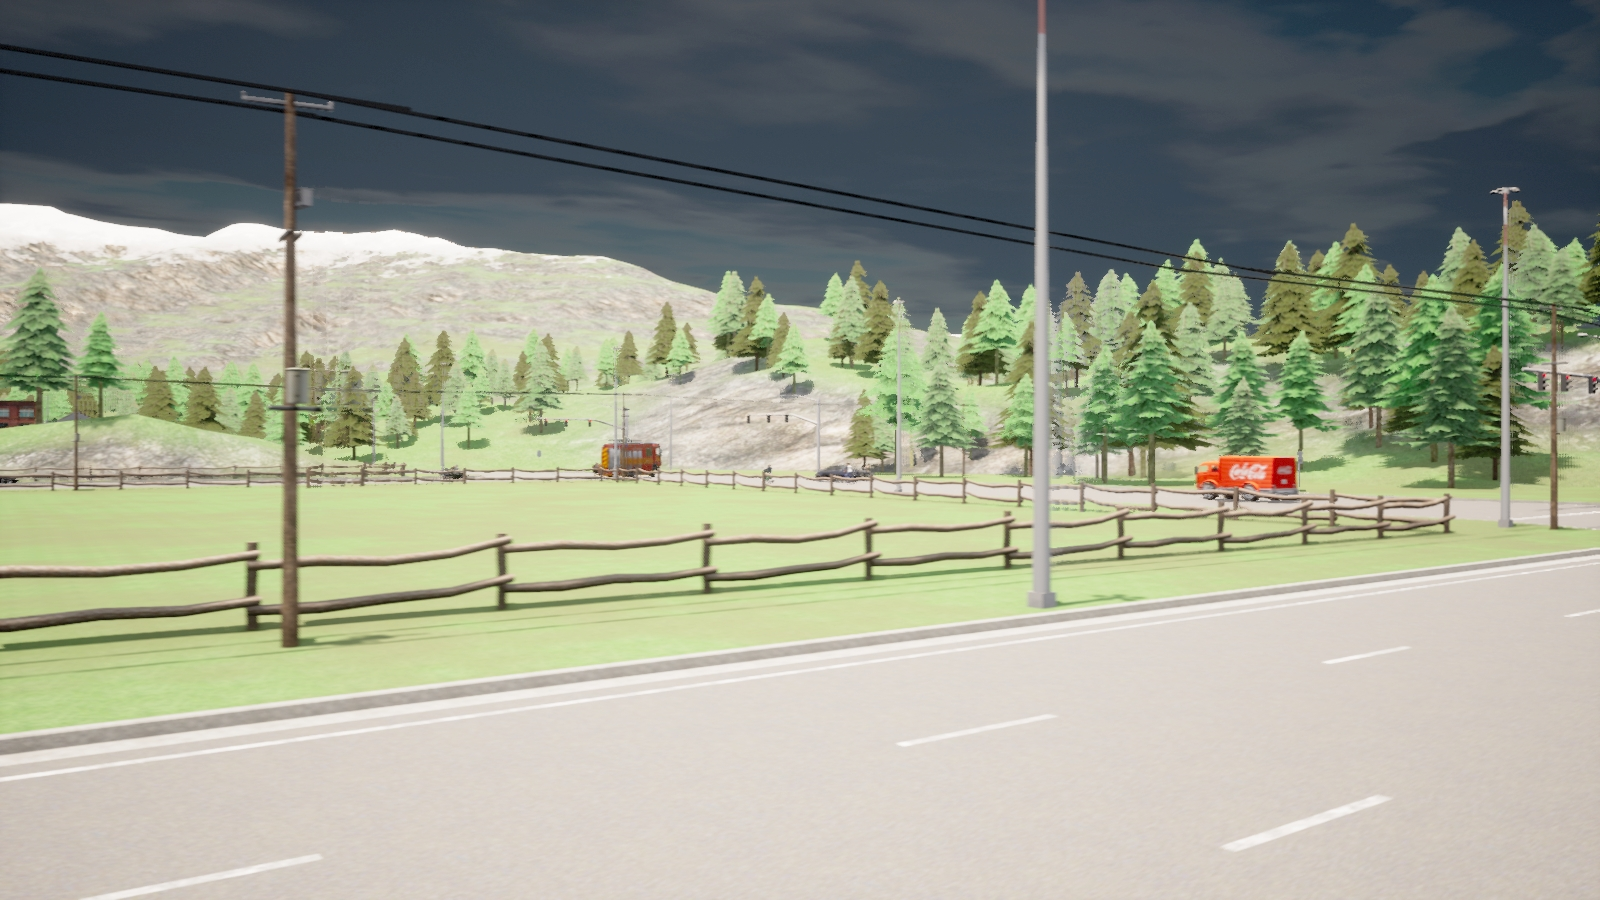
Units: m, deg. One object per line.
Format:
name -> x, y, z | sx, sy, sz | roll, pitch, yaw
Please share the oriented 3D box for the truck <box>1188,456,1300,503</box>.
truck -> 24.458, 1.568, 63.090 | 2.627, 2.467, 5.204 | 0, 0, -34
